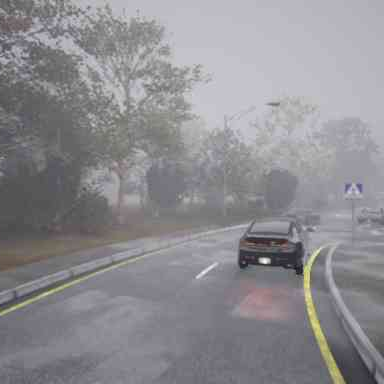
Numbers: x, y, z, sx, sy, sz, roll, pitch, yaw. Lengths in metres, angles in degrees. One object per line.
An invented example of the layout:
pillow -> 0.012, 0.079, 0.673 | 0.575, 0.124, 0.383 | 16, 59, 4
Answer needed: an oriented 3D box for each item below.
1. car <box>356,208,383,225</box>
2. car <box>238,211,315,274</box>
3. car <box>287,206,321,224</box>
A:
car -> 15.287, 1.953, 27.751 | 1.895, 1.301, 4.718 | 1, 0, 40
car -> 2.904, 1.613, 11.158 | 1.837, 1.490, 4.892 | -1, -1, 23
car -> 8.457, 1.819, 25.796 | 1.994, 1.385, 4.181 | 1, 0, 38
